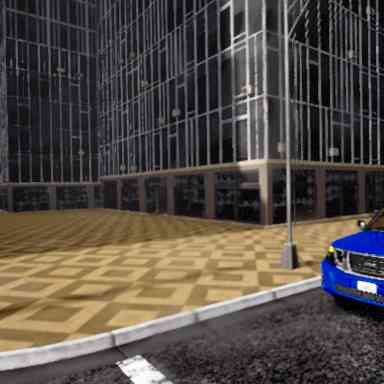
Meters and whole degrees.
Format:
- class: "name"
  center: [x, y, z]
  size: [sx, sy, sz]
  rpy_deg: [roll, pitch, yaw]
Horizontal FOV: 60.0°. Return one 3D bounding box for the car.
- class: "car"
  center: [5.091, 1.167, 7.005]
  size: [5.566, 2.045, 2.150]
  rpy_deg: [-1, 0, -35]
